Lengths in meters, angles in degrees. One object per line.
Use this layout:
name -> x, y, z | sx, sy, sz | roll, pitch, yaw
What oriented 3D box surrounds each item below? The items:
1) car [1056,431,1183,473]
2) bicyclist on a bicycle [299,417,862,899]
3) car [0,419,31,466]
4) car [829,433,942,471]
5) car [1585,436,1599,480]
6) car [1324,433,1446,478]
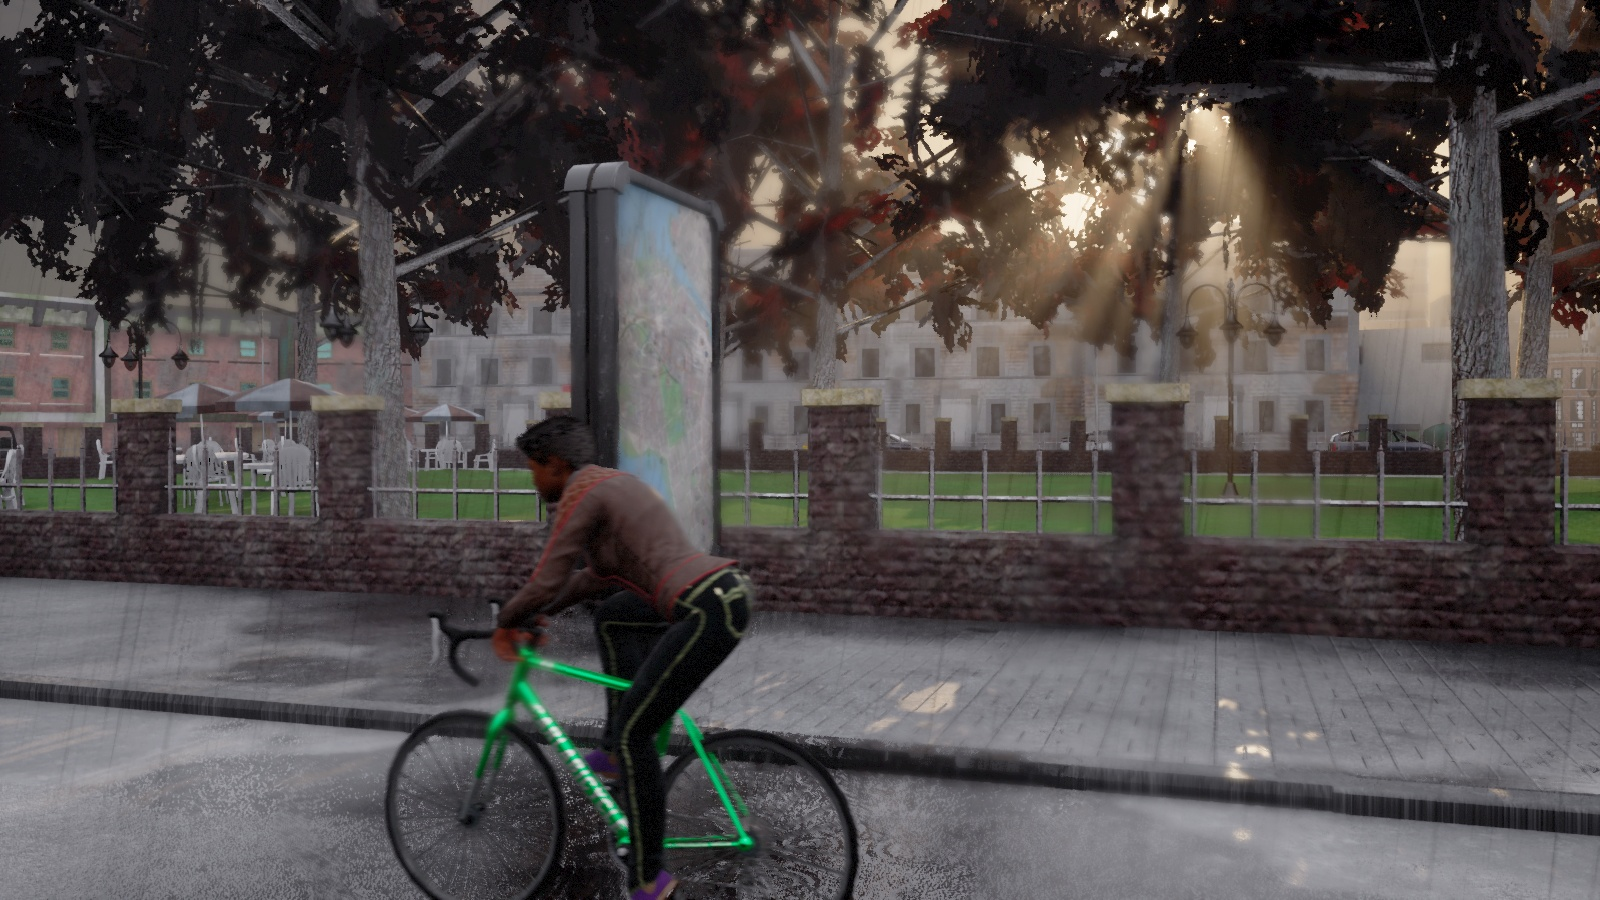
car -> 12.073, 0.060, 47.409 | 4.514, 1.525, 2.007 | 1, 1, 18
bicyclist on a bicycle -> -0.684, 0.714, 3.940 | 1.656, 1.620, 0.582 | 0, 1, 18
car -> -32.650, -0.289, 49.299 | 1.905, 1.878, 3.866 | 1, 1, 19
car -> 3.440, 0.048, 50.274 | 4.193, 1.474, 1.816 | 1, 1, 18
car -> 28.829, 0.278, 41.844 | 4.193, 1.474, 1.816 | 1, 1, 18
car -> 20.685, 0.169, 44.551 | 3.705, 1.549, 1.789 | 0, 1, 18
